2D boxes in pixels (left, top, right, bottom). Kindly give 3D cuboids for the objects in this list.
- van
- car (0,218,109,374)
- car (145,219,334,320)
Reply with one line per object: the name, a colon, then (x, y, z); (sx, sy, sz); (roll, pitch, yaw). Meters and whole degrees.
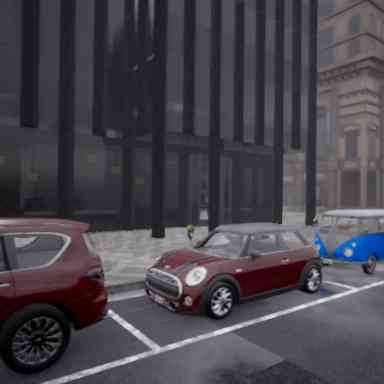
van: (5.571, 1.451, 10.621); (3.998, 1.788, 1.690); (1, 0, -36)
car: (-3.547, 1.309, 4.113); (5.009, 1.841, 2.192); (1, 0, -36)
car: (1.011, 1.492, 7.367); (4.097, 1.590, 1.967); (1, 0, -36)
